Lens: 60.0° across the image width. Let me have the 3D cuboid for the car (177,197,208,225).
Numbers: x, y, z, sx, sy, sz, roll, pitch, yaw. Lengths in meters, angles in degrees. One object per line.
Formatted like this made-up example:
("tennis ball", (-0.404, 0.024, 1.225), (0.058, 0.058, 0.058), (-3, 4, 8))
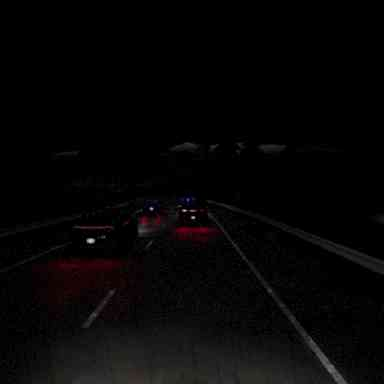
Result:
("car", (0.051, 1.351, 22.792), (2.128, 1.511, 4.902), (0, 0, -1))

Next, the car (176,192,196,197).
("car", (-0.658, 0.977, 40.224), (2.150, 2.045, 5.566), (0, 1, -4))

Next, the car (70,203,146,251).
("car", (-3.409, 1.408, 13.621), (2.128, 1.511, 4.902), (0, 0, 0))

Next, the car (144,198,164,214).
("car", (-3.692, 1.330, 31.980), (1.812, 1.442, 4.674), (0, 0, -2))
